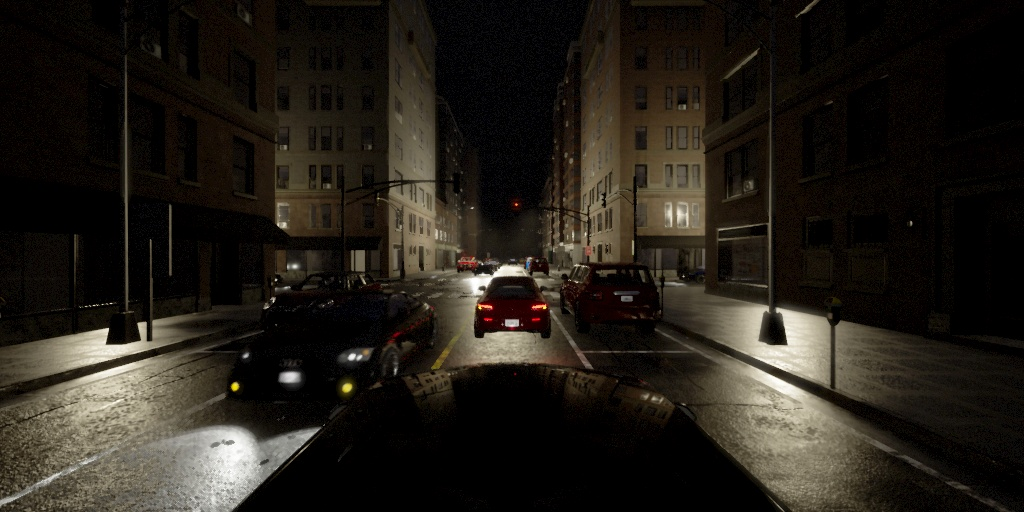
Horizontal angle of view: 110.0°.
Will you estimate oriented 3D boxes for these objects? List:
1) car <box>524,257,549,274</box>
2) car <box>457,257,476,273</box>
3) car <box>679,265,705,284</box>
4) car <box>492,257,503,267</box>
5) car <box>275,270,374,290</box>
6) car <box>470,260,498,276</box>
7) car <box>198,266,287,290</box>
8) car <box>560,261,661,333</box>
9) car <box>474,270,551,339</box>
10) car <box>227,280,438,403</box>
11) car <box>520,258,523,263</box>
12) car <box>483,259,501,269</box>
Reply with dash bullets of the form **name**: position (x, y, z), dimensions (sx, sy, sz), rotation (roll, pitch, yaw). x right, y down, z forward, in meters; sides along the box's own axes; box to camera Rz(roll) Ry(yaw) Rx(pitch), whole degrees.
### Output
- **car**: position (2.773, 1.063, 37.706), dimensions (2.192, 1.841, 5.009), rotation (0, 0, 0)
- **car**: position (-5.335, 1.062, 43.225), dimensions (2.192, 1.841, 5.009), rotation (0, 0, 0)
- **car**: position (14.293, 1.271, 25.723), dimensions (4.181, 1.385, 1.994), rotation (0, 0, 0)
- **car**: position (-2.730, 1.294, 55.661), dimensions (2.033, 1.411, 5.357), rotation (0, 0, 1)
- **car**: position (-5.371, 1.189, 10.666), dimensions (1.967, 1.591, 4.097), rotation (0, 0, 0)
- **car**: position (-2.777, 1.349, 36.624), dimensions (1.895, 1.301, 4.718), rotation (0, 0, 0)
- **car**: position (-17.073, 1.362, 22.907), dimensions (4.181, 1.385, 1.994), rotation (0, 0, 0)
- **car**: position (2.654, 1.064, 10.650), dimensions (2.192, 1.841, 5.009), rotation (0, 0, 0)
- **car**: position (0.023, 1.276, 10.006), dimensions (1.812, 1.442, 4.674), rotation (0, 0, 1)
- **car**: position (-2.685, 1.314, 6.421), dimensions (1.994, 1.385, 4.181), rotation (0, 0, 2)
- **car**: position (2.794, 1.061, 54.217), dimensions (2.192, 1.841, 5.009), rotation (0, 0, 0)
- **car**: position (-2.755, 1.348, 45.848), dimensions (1.895, 1.301, 4.718), rotation (0, 0, 0)
